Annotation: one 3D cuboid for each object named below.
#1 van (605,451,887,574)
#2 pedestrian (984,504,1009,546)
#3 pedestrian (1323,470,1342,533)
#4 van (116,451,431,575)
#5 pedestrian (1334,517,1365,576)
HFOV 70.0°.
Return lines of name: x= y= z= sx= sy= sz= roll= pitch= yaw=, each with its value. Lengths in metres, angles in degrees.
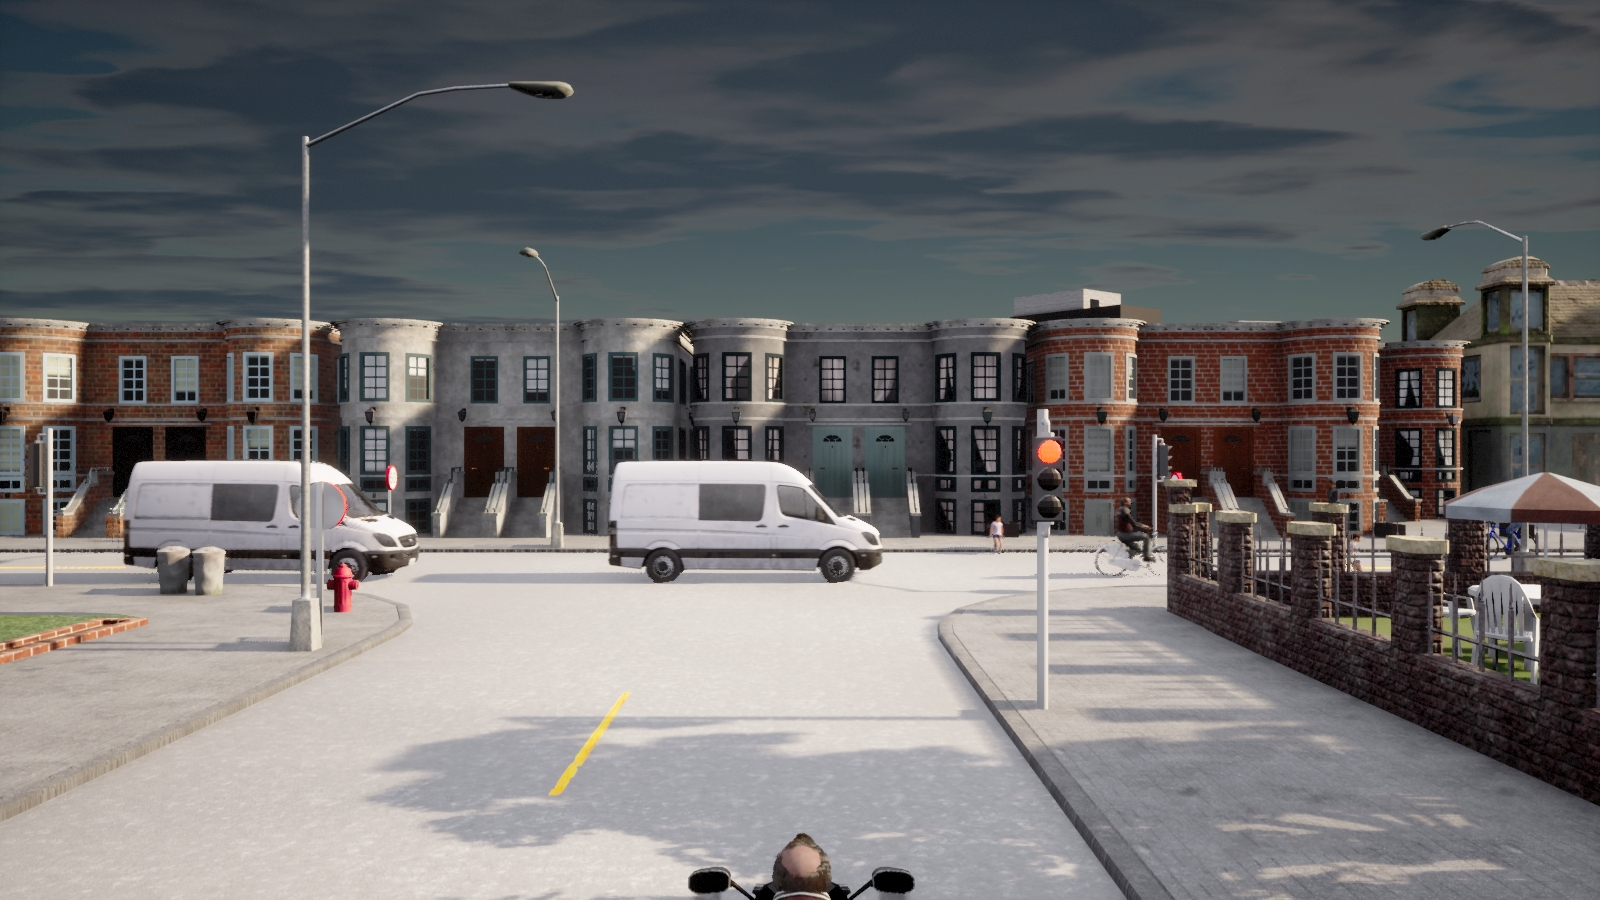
van: x=-1.131 y=1.305 z=24.918 sx=5.915 sy=2.561 sz=1.988 roll=0 pitch=0 yaw=0
pedestrian: x=5.233 y=1.996 z=30.437 sx=0.500 sy=1.100 sz=0.500 roll=0 pitch=0 yaw=-10
pedestrian: x=15.766 y=1.512 z=33.828 sx=0.375 sy=1.860 sz=0.375 roll=0 pitch=0 yaw=4
van: x=-11.296 y=1.304 z=24.781 sx=5.915 sy=2.561 sz=1.988 roll=0 pitch=0 yaw=2
pedestrian: x=10.799 y=1.887 z=22.450 sx=0.500 sy=1.100 sz=0.500 roll=0 pitch=0 yaw=20
